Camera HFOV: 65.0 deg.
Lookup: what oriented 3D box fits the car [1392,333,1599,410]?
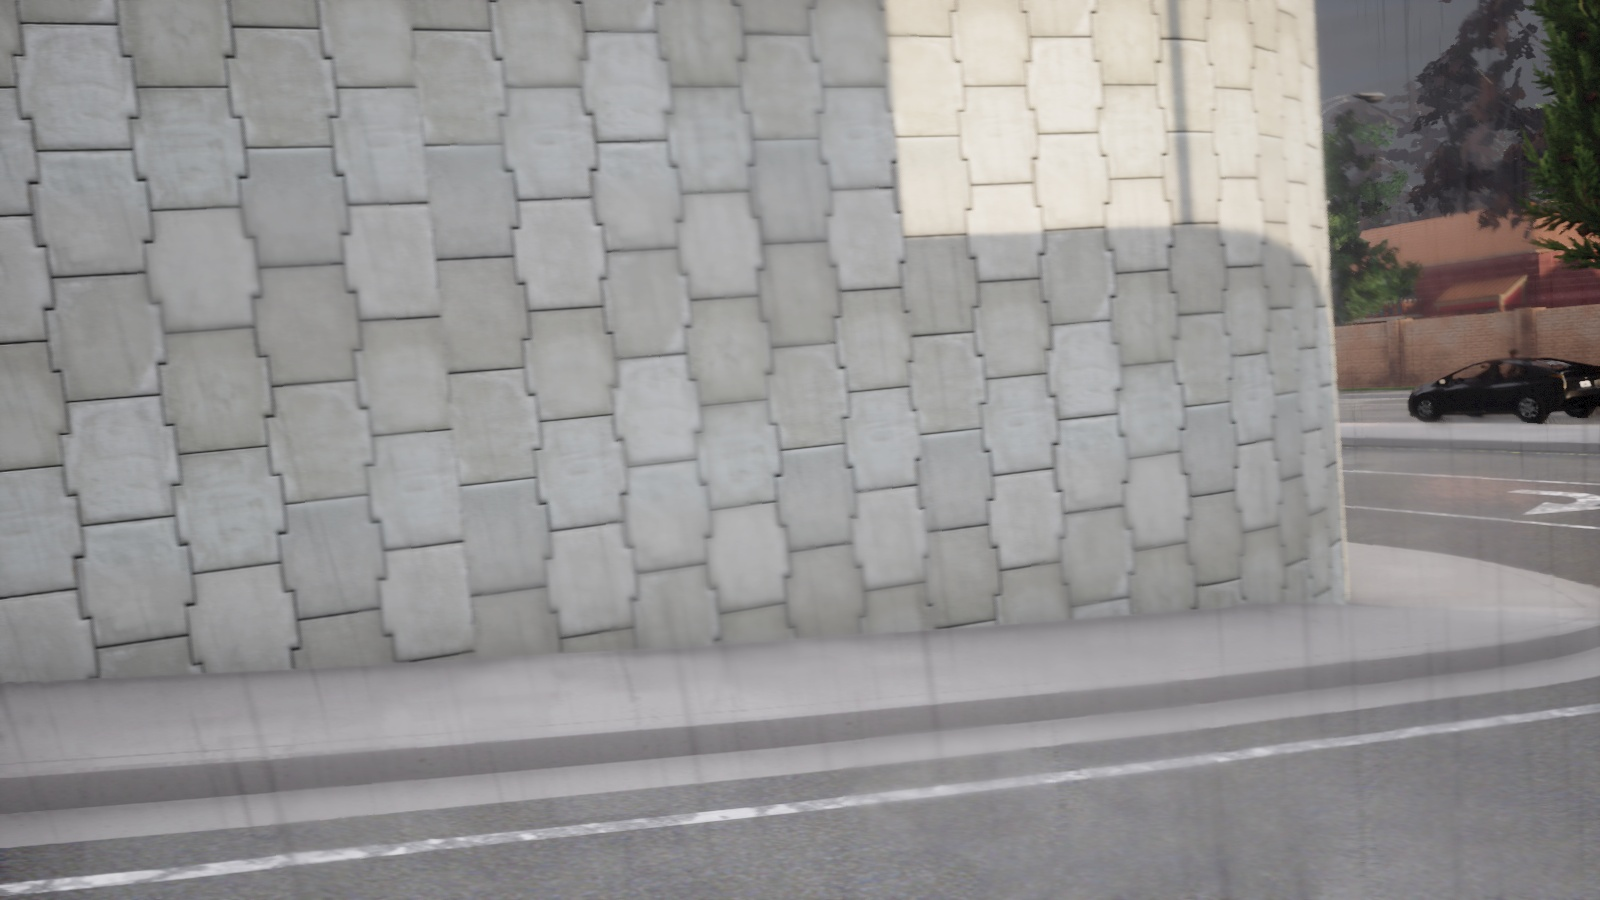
[{"bbox_3d":[17.095,-1.869,30.663,2.007,1.525,4.514,-7,4,-22],"label":"car"}]
